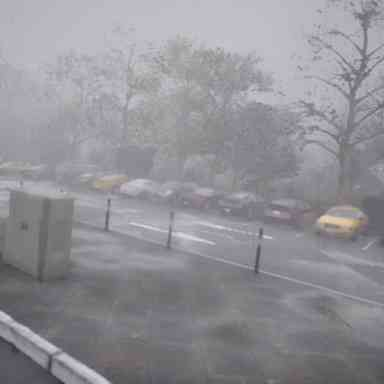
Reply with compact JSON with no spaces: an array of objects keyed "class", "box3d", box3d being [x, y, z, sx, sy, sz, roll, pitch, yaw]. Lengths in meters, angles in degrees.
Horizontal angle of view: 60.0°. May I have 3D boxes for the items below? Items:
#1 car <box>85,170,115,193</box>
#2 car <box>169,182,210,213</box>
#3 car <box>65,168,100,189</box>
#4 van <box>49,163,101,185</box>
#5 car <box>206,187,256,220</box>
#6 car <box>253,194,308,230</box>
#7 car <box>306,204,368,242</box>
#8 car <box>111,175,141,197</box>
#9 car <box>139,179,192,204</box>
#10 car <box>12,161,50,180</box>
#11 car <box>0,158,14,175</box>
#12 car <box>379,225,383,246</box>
[{"class":"car","box3d":[-5.617,-0.613,26.707,2.097,1.535,5.008,9,5,35]},{"class":"car","box3d":[1.127,0.399,21.928,2.097,1.535,5.008,9,5,35]},{"class":"car","box3d":[-7.867,-0.909,28.308,2.002,1.452,4.674,9,5,35]},{"class":"van","box3d":[-10.017,-1.510,29.983,1.878,1.987,4.442,9,5,35]},{"class":"car","box3d":[3.365,0.737,20.323,2.231,1.521,4.892,9,5,35]},{"class":"car","box3d":[5.627,1.103,18.758,2.163,1.488,4.792,9,5,35]},{"class":"car","box3d":[7.751,1.409,16.986,1.946,1.575,5.366,9,5,35]},{"class":"car","box3d":[-3.374,-0.236,25.116,2.002,1.452,4.674,9,5,35]},{"class":"car","box3d":[-1.092,-0.063,23.536,2.185,1.767,4.553,9,5,35]},{"class":"car","box3d":[-14.617,-1.928,33.073,2.163,1.488,4.792,9,5,35]},{"class":"car","box3d":[-19.197,-2.633,36.136,1.946,1.575,5.366,9,5,35]},{"class":"car","box3d":[10.119,1.780,15.567,2.163,1.488,4.792,9,5,35]}]
